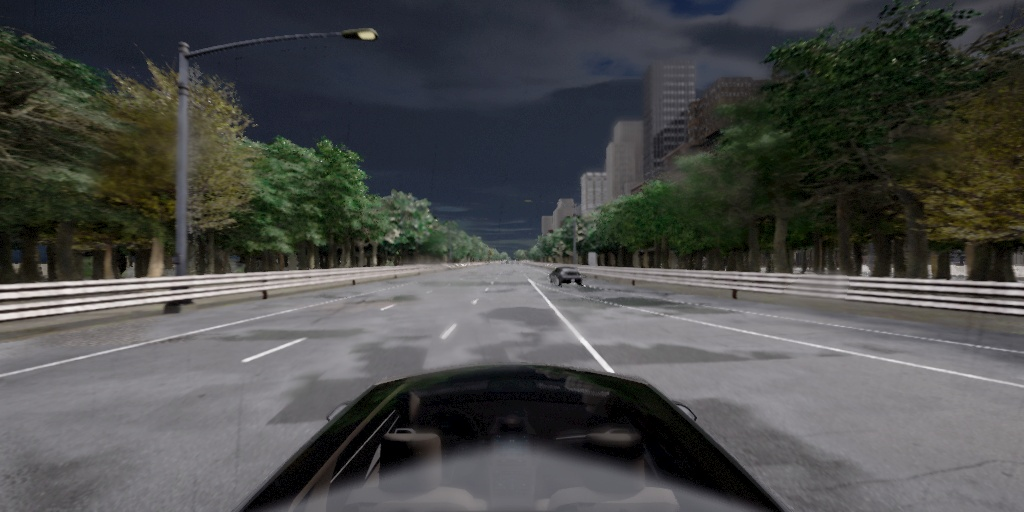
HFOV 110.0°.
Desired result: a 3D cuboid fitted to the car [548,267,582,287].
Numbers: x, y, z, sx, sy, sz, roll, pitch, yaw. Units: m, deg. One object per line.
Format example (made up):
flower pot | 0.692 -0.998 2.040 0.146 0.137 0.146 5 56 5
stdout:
car | 4.202 1.621 28.725 1.837 1.490 4.892 -1 -1 -6
